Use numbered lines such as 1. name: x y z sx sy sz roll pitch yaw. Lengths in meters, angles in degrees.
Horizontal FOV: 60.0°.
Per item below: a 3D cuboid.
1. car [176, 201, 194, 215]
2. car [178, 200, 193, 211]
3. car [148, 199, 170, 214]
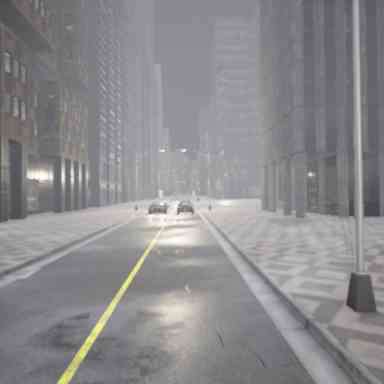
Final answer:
1. car: -0.719 1.708 36.613 1.812 1.442 4.674 0 0 -1
2. car: -0.920 1.827 45.203 1.895 1.301 4.718 0 0 -1
3. car: -3.771 1.773 37.561 1.994 1.385 4.181 0 0 -1
